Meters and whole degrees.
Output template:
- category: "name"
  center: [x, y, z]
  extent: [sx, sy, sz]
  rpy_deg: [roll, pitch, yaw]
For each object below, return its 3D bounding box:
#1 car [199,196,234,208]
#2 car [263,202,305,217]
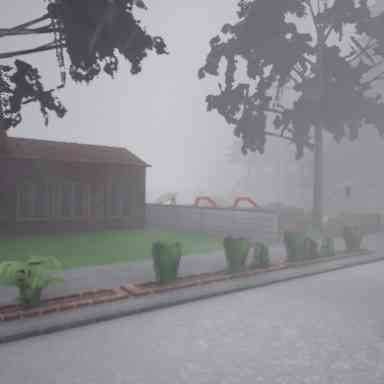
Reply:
- category: "car"
  center: [3.183, 1.576, 44.260]
  extent: [2.150, 2.045, 5.566]
  rpy_deg: [1, 0, -35]
- category: "car"
  center: [9.610, 1.861, 35.215]
  extent: [1.837, 1.490, 4.892]
  rpy_deg: [1, -1, -35]
